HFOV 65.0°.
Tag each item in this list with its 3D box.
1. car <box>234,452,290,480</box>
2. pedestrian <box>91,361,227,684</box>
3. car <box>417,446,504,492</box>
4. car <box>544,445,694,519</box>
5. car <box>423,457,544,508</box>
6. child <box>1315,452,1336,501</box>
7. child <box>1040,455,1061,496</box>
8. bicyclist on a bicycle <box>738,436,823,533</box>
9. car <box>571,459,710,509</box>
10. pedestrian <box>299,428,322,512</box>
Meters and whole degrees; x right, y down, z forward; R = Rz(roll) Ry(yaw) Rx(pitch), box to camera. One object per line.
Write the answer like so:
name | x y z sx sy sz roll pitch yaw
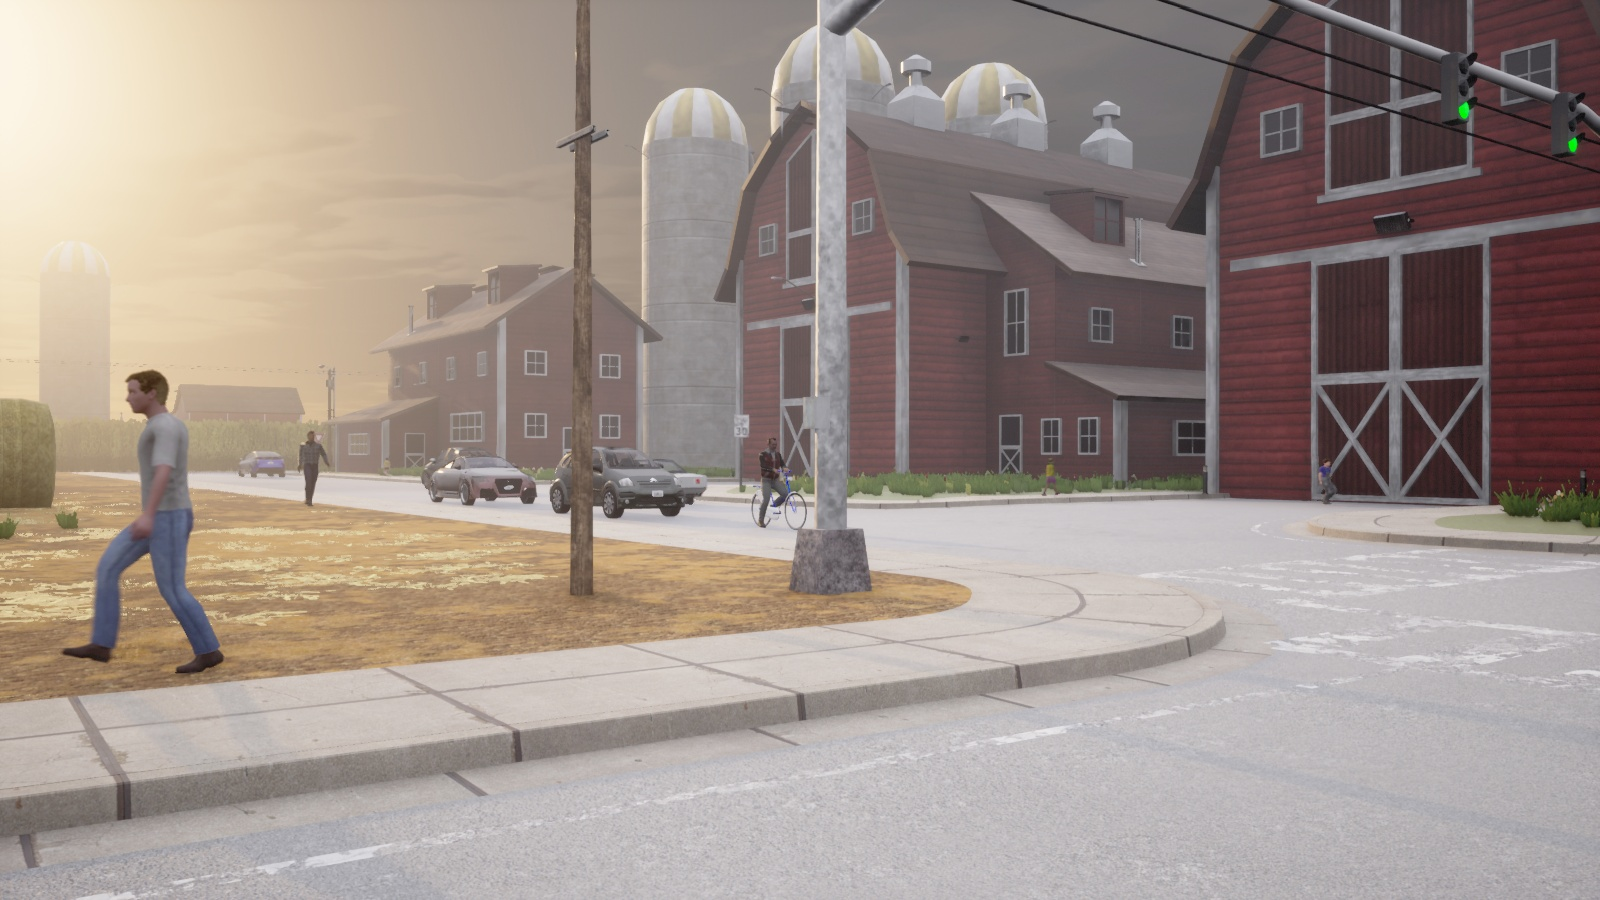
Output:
car | -31.017 0.907 72.319 2.007 1.525 4.514 0 0 -36
pedestrian | -3.804 0.412 7.456 0.706 1.836 0.354 0 0 -29
car | -12.764 0.704 47.078 1.851 1.617 3.988 -2 0 -36
car | -4.310 0.697 29.434 1.851 1.617 3.988 0 0 -36
car | -9.154 0.890 36.138 1.994 1.385 4.181 0 0 -36
child | 13.676 0.696 32.683 0.270 1.263 0.437 0 0 -29
child | 7.057 0.709 35.392 0.473 1.160 0.299 0 0 -25
bicyclist on a bicycle | -0.399 0.641 24.027 0.659 1.776 1.843 -1 0 -36
car | -4.621 0.916 35.837 1.895 1.301 4.718 0 0 -36
pedestrian | -11.627 0.469 29.832 0.423 1.949 0.788 0 0 -28
